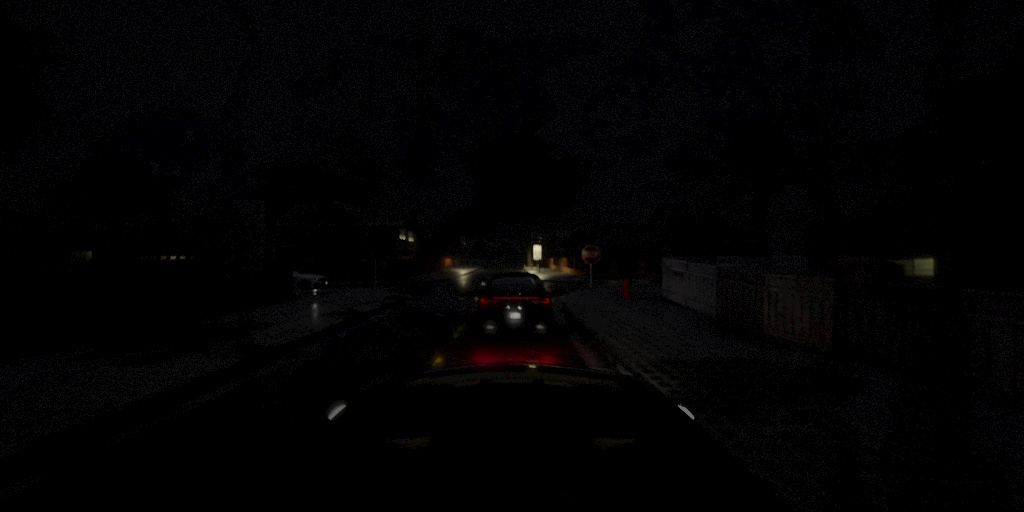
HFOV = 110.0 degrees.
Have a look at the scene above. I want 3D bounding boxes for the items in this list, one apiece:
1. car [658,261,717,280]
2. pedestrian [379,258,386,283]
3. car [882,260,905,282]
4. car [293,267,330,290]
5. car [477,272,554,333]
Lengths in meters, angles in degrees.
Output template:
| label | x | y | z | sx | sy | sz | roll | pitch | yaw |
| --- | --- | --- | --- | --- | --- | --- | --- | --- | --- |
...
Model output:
| label | x | y | z | sx | sy | sz | roll | pitch | yaw |
| --- | --- | --- | --- | --- | --- | --- | --- | --- | --- |
| car | 12.201 | 1.036 | 23.575 | 5.008 | 1.535 | 1.882 | -1 | -2 | 0 |
| pedestrian | -9.719 | 1.073 | 26.737 | 0.375 | 1.860 | 0.375 | 0 | -1 | 1 |
| car | 22.535 | 0.909 | 23.461 | 5.008 | 1.535 | 1.882 | -1 | -2 | 0 |
| car | -13.129 | 1.323 | 20.887 | 4.674 | 1.442 | 1.812 | -1 | -2 | 0 |
| car | 0.079 | 1.196 | 10.599 | 1.882 | 1.535 | 5.008 | 0 | 0 | 0 |
